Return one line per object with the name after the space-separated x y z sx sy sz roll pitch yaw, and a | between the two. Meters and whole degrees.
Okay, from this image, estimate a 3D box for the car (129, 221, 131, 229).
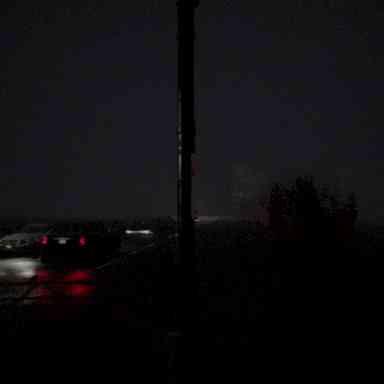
-6.944 2.944 27.646 1.994 1.385 4.181 -1 -3 7 | car

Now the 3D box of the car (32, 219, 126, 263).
-4.804 2.068 15.058 2.097 1.767 4.553 0 -3 7 | car

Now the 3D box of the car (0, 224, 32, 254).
-8.194 2.392 17.761 1.812 1.442 4.674 -1 -3 7 | car

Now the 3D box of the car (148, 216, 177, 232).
-2.524 3.201 33.095 2.033 1.411 5.357 0 -3 6 | car

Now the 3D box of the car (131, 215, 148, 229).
-5.635 3.392 37.912 1.882 1.535 5.008 -1 -3 7 | car
